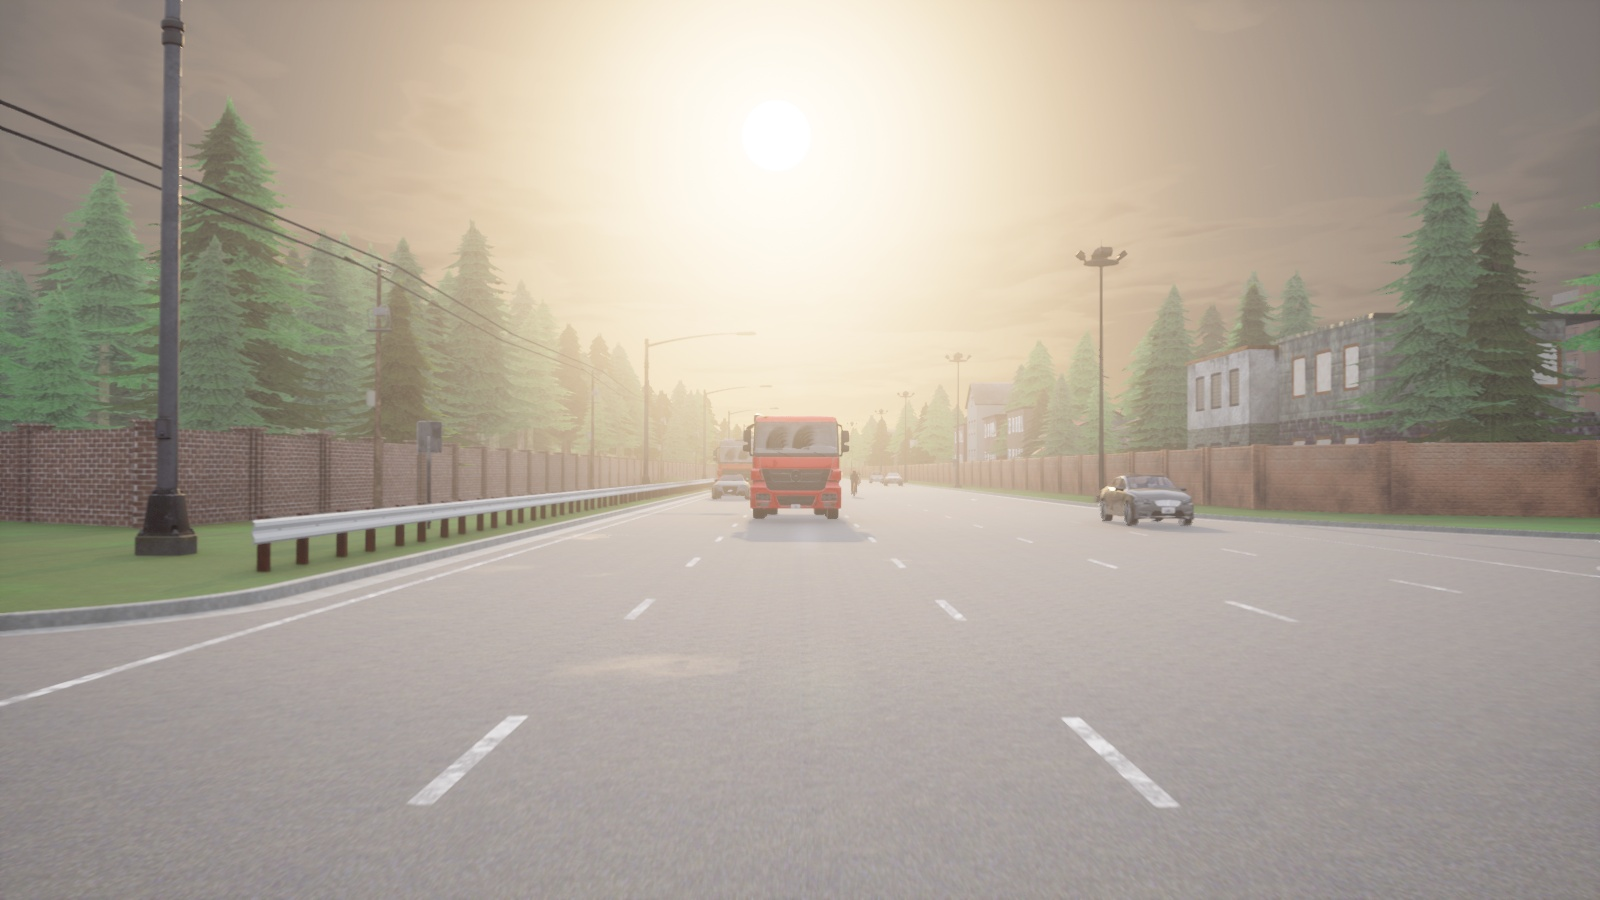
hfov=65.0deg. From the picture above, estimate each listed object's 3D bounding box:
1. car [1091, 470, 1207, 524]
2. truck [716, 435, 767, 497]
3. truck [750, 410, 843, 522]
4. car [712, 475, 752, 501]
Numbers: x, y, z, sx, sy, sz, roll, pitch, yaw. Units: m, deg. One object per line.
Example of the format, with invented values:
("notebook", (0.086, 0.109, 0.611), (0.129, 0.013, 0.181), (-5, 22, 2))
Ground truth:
("car", (10.393, 1.365, 37.812), (2.128, 1.511, 4.902), (0, -1, 0))
("truck", (-3.734, 1.042, 81.914), (2.891, 3.827, 8.468), (0, -1, 0))
("truck", (-0.125, 0.557, 43.077), (2.891, 3.462, 7.936), (0, -1, 0))
("car", (-3.690, 2.049, 68.804), (1.994, 1.385, 4.181), (0, -1, 0))
